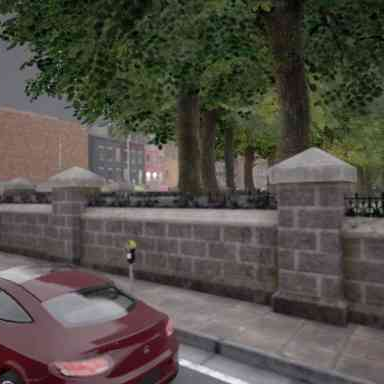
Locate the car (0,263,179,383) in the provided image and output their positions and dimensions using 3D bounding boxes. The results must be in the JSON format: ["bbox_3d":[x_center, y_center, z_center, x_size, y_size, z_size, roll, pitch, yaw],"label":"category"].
[{"bbox_3d":[-2.085,1.605,4.301,4.206,1.307,1.802,0,-1,35],"label":"car"}]
